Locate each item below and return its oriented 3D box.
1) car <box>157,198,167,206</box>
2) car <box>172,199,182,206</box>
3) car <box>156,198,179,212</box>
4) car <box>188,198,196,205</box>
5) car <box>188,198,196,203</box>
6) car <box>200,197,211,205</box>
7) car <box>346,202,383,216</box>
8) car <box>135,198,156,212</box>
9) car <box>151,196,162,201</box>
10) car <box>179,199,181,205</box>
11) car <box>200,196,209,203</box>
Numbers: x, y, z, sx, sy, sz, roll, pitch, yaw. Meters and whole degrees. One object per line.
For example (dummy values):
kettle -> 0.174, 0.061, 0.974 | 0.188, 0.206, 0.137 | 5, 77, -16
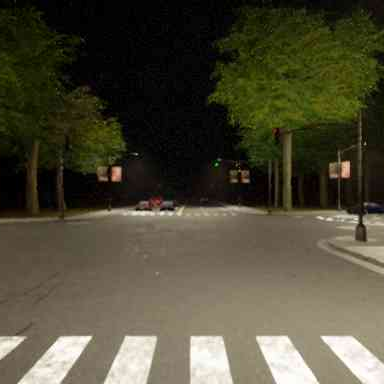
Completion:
car -> -6.503, 2.118, 72.558 | 1.882, 1.535, 5.008 | 0, -1, 0
car -> -3.253, 2.180, 72.590 | 2.033, 1.411, 5.357 | 0, -1, 0
car -> -3.315, 1.940, 45.801 | 2.033, 1.411, 5.357 | 0, -1, 0
car -> -0.003, 2.203, 75.657 | 2.033, 1.411, 5.357 | 0, -1, 0
car -> -0.004, 2.226, 86.113 | 1.895, 1.301, 4.718 | 0, -1, 0
car -> 3.247, 2.203, 75.658 | 2.033, 1.411, 5.357 | 0, -1, 0
car -> 18.535, 1.782, 35.476 | 4.181, 1.385, 1.994 | 0, 0, -23
car -> -6.563, 1.957, 45.854 | 1.994, 1.385, 4.181 | 0, 0, 0
car -> -6.506, 1.749, 60.791 | 2.150, 2.045, 5.566 | 0, -1, 0
car -> -3.253, 2.074, 60.812 | 2.033, 1.411, 5.357 | 0, -1, 0
car -> 3.246, 1.985, 86.056 | 2.097, 1.767, 4.553 | 0, -1, 0
